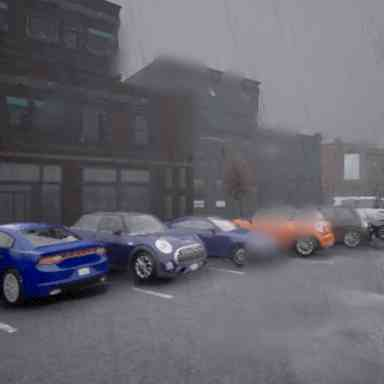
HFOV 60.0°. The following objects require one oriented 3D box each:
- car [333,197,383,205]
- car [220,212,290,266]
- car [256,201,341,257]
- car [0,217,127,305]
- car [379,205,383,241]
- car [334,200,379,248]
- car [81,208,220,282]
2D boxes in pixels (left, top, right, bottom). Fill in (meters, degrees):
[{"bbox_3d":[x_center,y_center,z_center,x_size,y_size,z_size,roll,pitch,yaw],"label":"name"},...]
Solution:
[{"bbox_3d":[10.544,1.284,18.515,5.566,2.045,2.435,-1,-1,35],"label":"car"},{"bbox_3d":[0.702,1.542,11.606,4.674,1.452,2.002,-1,-1,35],"label":"car"},{"bbox_3d":[3.179,1.383,13.314,4.553,1.767,2.185,-1,-1,35],"label":"car"},{"bbox_3d":[-4.203,1.489,8.131,5.008,1.535,2.097,-1,-1,35],"label":"car"},{"bbox_3d":[8.092,1.556,16.784,4.792,1.488,2.163,-1,-1,35],"label":"car"},{"bbox_3d":[5.632,1.391,15.044,4.553,1.767,2.185,-1,-1,35],"label":"car"},{"bbox_3d":[-1.775,1.370,9.898,4.553,1.767,2.185,-1,-1,35],"label":"car"}]
